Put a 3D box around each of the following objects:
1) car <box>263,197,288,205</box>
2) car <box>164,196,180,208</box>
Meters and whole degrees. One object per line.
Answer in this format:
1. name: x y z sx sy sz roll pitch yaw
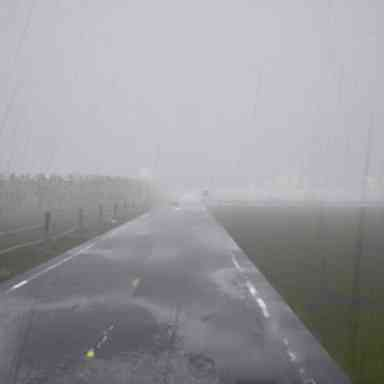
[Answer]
1. car: 14.085 1.466 56.274 4.181 1.385 1.994 0 0 1
2. car: -2.730 1.336 45.818 1.882 1.535 5.008 0 0 0
